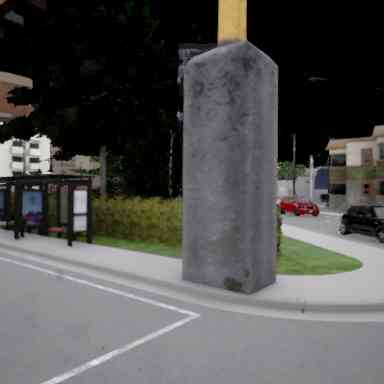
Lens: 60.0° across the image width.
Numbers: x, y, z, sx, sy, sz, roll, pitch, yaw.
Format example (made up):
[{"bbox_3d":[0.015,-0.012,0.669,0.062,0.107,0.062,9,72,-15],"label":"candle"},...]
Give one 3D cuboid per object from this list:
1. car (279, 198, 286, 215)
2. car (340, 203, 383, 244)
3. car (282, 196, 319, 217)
[{"bbox_3d":[7.248,1.599,33.340,1.882,1.535,5.008,1,0,-8],"label":"car"},{"bbox_3d":[9.408,1.463,16.489,2.097,1.767,4.553,1,0,-8],"label":"car"},{"bbox_3d":[10.722,1.454,33.774,2.150,2.045,5.566,1,0,-8],"label":"car"}]
